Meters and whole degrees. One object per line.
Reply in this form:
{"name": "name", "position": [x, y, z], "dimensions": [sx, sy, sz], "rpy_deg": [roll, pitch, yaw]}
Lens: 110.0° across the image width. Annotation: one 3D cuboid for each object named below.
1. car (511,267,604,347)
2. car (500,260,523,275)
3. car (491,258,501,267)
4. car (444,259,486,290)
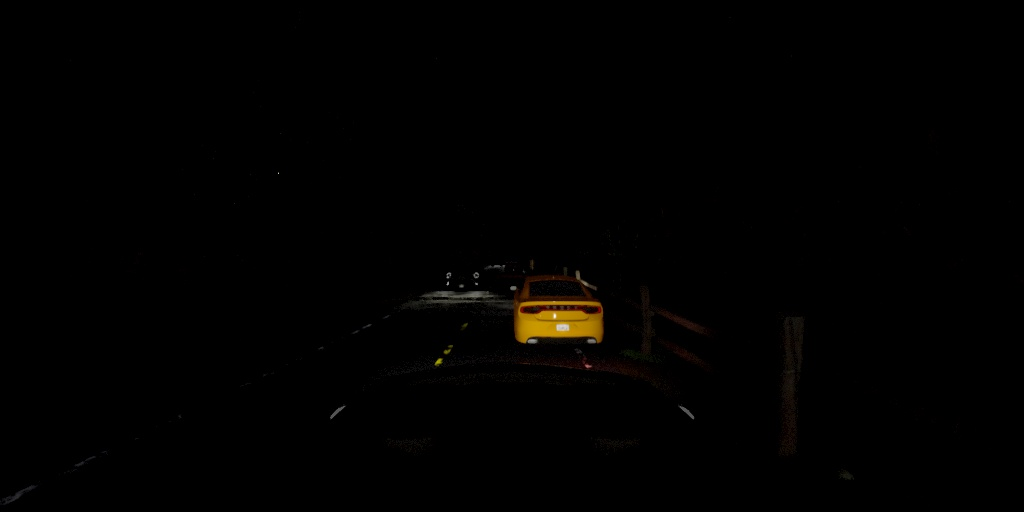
{"name": "car", "position": [0.982, 1.226, 9.367], "dimensions": [1.882, 1.535, 5.008], "rpy_deg": [0, 0, 0]}
{"name": "car", "position": [0.165, 1.216, 38.340], "dimensions": [2.128, 1.511, 4.902], "rpy_deg": [0, 0, 0]}
{"name": "car", "position": [-2.674, 1.178, 63.501], "dimensions": [1.837, 1.490, 4.892], "rpy_deg": [0, 0, 1]}
{"name": "car", "position": [-2.801, 1.092, 22.222], "dimensions": [2.097, 1.767, 4.553], "rpy_deg": [0, 0, 0]}
